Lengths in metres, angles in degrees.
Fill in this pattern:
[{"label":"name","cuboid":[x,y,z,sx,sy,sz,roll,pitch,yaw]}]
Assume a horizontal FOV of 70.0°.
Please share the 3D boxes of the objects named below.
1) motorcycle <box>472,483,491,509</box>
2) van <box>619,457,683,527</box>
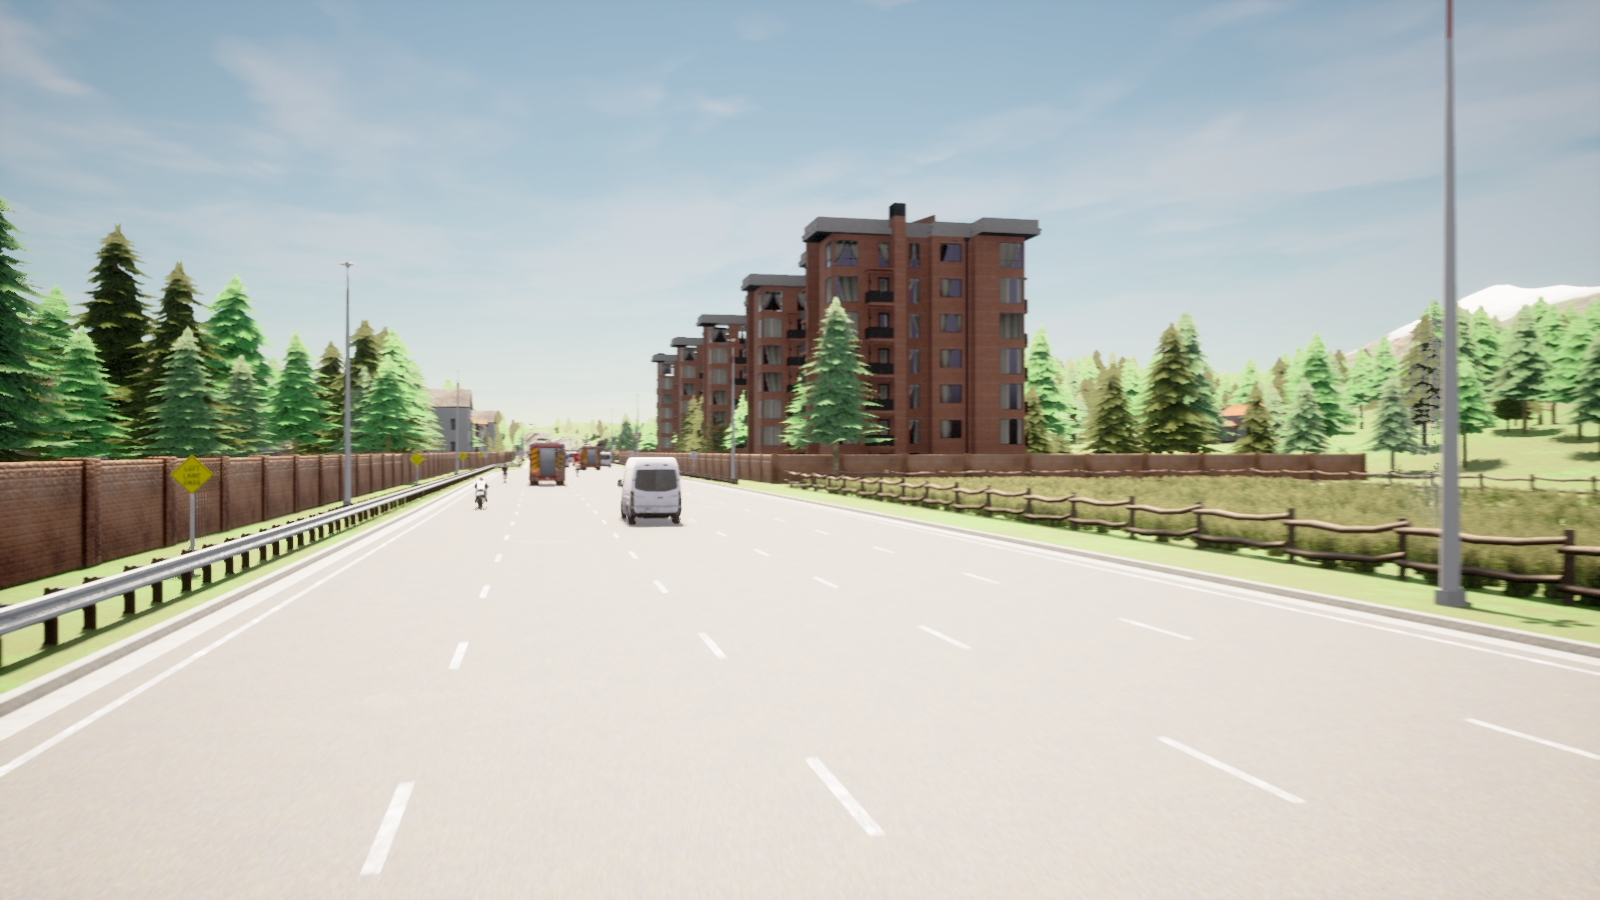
[{"label":"motorcycle","cuboid":[-15.505,2.232,55.588,0.803,1.199,2.033,0,0,-13]},{"label":"van","cuboid":[-6.005,1.566,45.443,1.988,2.561,5.915,0,0,-13]}]
